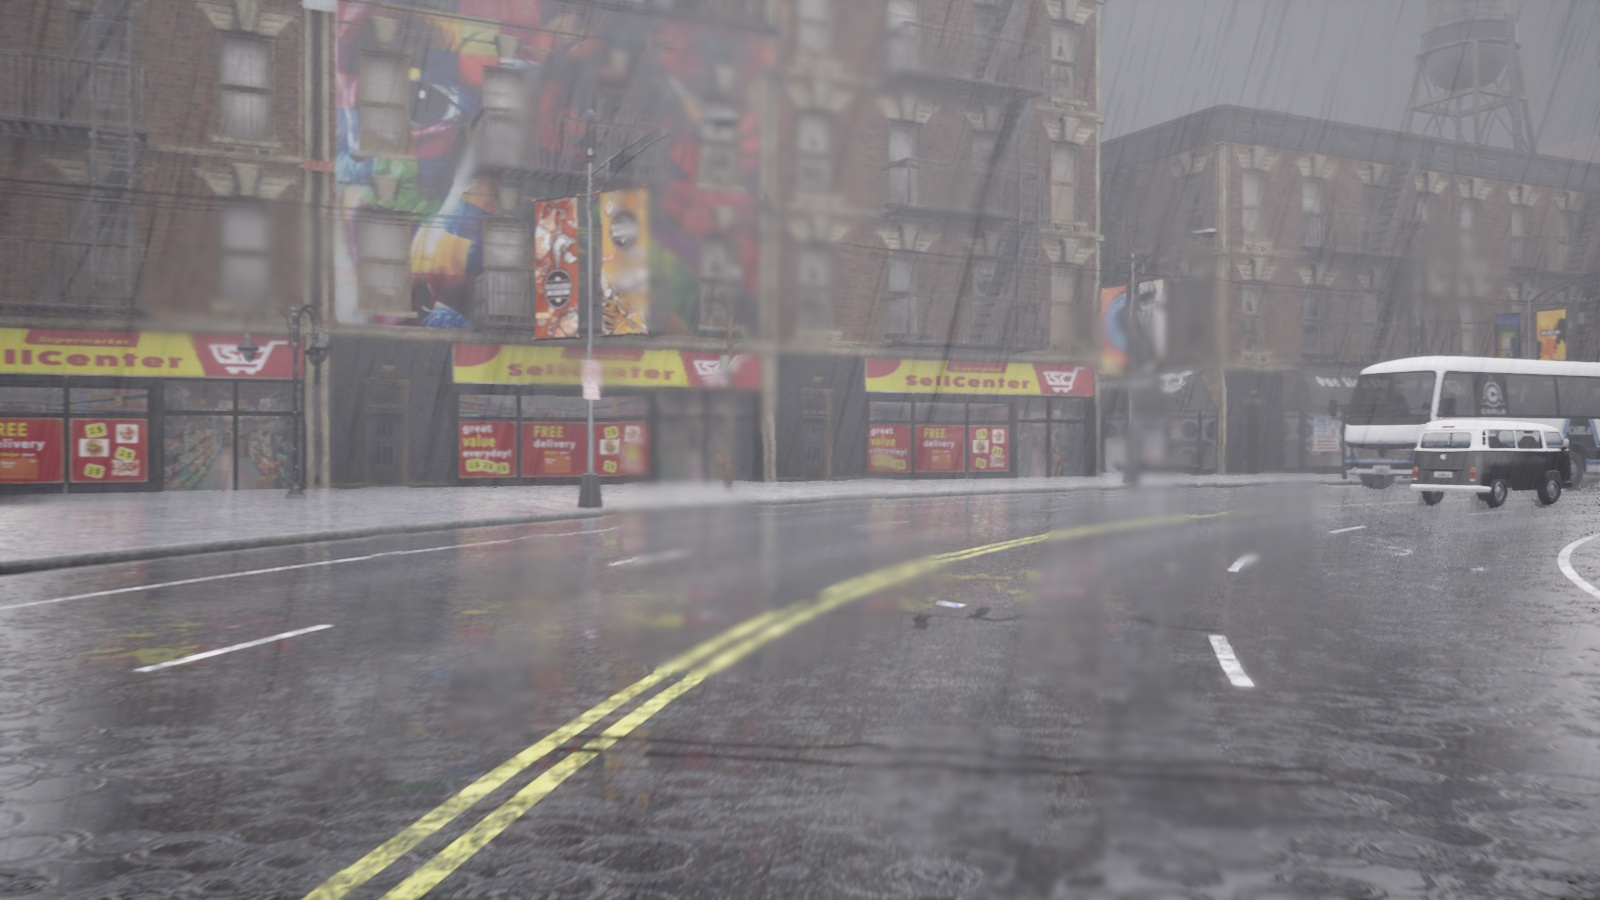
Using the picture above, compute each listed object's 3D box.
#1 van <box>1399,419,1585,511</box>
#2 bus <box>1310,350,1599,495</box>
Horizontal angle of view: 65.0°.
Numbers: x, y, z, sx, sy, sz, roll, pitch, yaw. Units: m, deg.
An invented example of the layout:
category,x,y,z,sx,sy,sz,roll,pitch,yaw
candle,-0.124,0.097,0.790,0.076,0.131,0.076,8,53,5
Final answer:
category,x,y,z,sx,sy,sz,roll,pitch,yaw
van,16.624,0.329,30.106,4.480,2.038,2.069,0,0,-34
bus,21.836,-0.822,40.730,10.273,4.253,3.944,0,0,-26
